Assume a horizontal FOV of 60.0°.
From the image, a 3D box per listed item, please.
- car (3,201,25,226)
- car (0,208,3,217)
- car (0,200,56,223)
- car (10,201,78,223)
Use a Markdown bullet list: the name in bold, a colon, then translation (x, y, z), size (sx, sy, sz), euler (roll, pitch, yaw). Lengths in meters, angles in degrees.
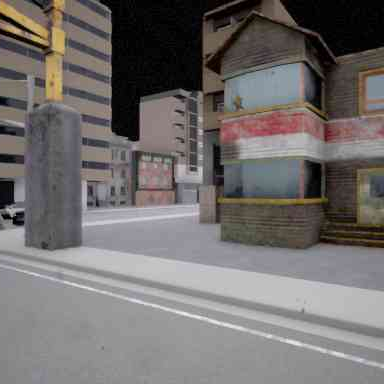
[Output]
- **car**: translation (-10.085, 1.453, 22.997), size (2.038, 1.542, 4.974), euler (0, 0, 15)
- **car**: translation (-13.242, 1.295, 25.697), size (4.536, 1.218, 1.853), euler (0, 0, -30)
- **car**: translation (-13.287, 1.453, 25.671), size (4.974, 1.542, 2.038), euler (0, 0, -30)
- **car**: translation (-10.071, 1.295, 23.047), size (1.853, 1.218, 4.536), euler (0, 0, 15)
